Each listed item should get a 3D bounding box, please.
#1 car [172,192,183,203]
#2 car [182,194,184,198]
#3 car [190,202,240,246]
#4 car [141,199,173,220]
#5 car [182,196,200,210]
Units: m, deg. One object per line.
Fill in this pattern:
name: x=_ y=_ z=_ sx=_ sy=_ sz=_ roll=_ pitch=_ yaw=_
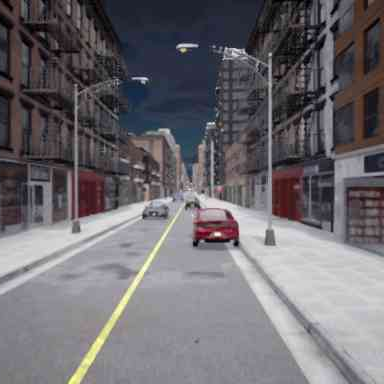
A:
car: x=-2.765 y=1.052 z=67.410 sx=2.150 sy=2.045 sz=5.566 roll=0 pitch=0 yaw=0
car: x=-0.008 y=1.354 z=51.547 sx=2.128 sy=1.511 sz=4.902 roll=0 pitch=0 yaw=0
car: x=0.960 y=1.428 z=14.965 sx=1.882 sy=1.535 sz=5.008 roll=0 pitch=0 yaw=0
car: x=-2.850 y=1.478 z=26.856 sx=1.994 sy=1.385 sz=4.181 roll=0 pitch=0 yaw=0
car: x=0.059 y=1.408 z=41.171 sx=1.812 sy=1.442 sz=4.674 roll=0 pitch=0 yaw=0
